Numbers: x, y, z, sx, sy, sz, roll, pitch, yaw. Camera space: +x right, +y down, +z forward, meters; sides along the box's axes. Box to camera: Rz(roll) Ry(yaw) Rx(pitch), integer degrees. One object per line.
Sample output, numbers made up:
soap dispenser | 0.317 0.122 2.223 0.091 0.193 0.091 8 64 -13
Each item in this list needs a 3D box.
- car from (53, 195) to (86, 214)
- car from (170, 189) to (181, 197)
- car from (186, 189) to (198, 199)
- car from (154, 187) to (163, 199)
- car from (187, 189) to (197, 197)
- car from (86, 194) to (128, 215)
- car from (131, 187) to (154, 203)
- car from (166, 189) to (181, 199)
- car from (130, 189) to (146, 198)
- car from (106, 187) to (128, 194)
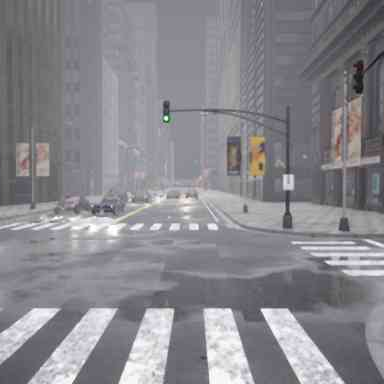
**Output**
car | -9.841 1.008 27.646 1.812 1.442 4.674 0 1 0
car | -3.250 0.260 66.277 1.837 1.490 4.892 0 1 0
car | 0.000 0.296 56.240 2.097 1.767 4.553 0 1 0
car | -6.500 0.176 60.411 2.150 2.045 5.566 0 1 0
car | -0.001 0.260 66.276 1.837 1.490 4.892 0 1 0
car | -6.599 1.104 26.549 1.895 1.301 4.718 0 1 0
car | -6.581 0.539 43.396 2.097 1.767 4.553 0 1 0
car | -3.250 0.507 56.274 1.994 1.385 4.181 0 1 0
car | -9.750 0.304 60.444 2.128 1.511 4.902 0 1 0
car | -9.836 0.400 43.559 2.150 2.045 5.566 0 2 0
